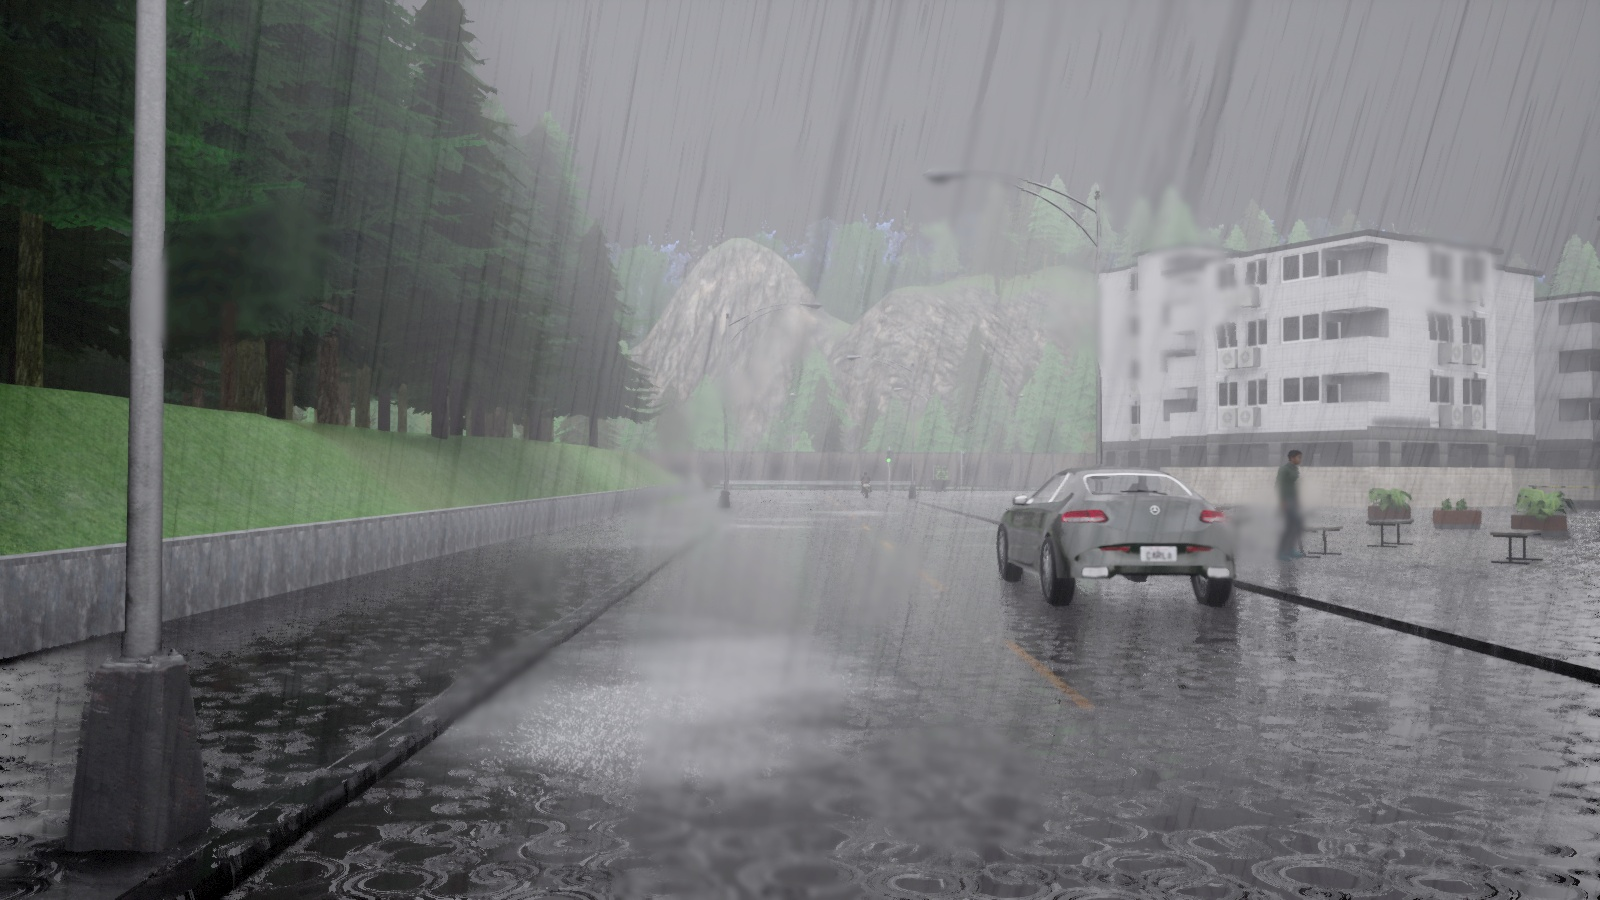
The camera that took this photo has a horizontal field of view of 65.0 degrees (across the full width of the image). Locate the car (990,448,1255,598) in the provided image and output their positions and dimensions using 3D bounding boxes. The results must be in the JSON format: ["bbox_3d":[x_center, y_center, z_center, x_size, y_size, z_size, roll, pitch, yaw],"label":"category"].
[{"bbox_3d":[3.963,0.853,16.453,2.152,1.651,5.027,0,-1,0],"label":"car"}]

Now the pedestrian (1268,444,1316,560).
[{"bbox_3d":[7.977,0.834,20.363,0.614,1.847,0.353,-1,-1,44],"label":"pedestrian"}]
